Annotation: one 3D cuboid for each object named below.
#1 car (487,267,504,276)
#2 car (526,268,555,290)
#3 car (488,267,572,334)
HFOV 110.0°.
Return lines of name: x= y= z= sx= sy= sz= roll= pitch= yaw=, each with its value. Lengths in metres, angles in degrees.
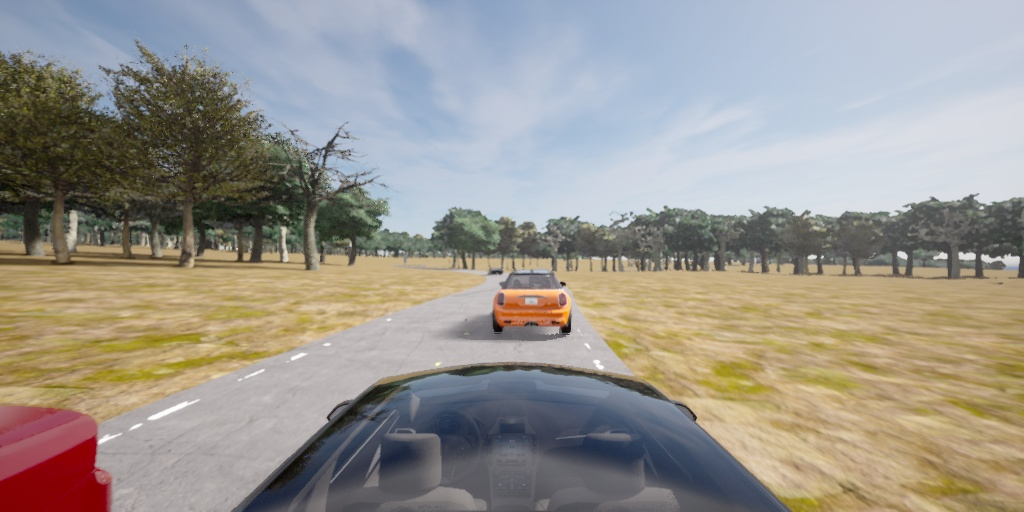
car: x=-2.444 y=2.224 z=52.774 sx=1.895 sy=1.301 sz=4.718 roll=0 pitch=-1 yaw=-10
car: x=2.154 y=1.692 z=27.829 sx=2.033 sy=1.411 sz=5.357 roll=0 pitch=-1 yaw=3
car: x=0.646 y=1.202 z=11.213 sx=2.097 sy=1.767 sz=4.553 roll=0 pitch=-1 yaw=4
